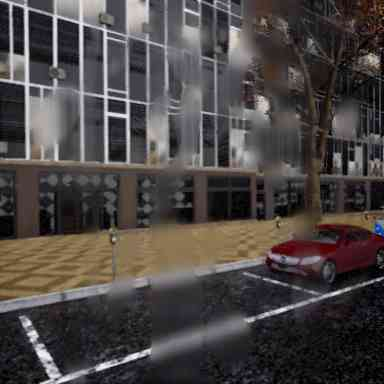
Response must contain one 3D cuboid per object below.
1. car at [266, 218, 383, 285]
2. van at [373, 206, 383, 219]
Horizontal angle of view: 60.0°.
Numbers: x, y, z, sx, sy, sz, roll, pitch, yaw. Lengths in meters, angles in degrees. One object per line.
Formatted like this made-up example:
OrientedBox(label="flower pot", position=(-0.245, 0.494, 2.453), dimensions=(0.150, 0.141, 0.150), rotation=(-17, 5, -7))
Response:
OrientedBox(label="car", position=(3.927, 1.569, 9.368), dimensions=(4.206, 1.307, 1.802), rotation=(0, 0, -35))
OrientedBox(label="van", position=(8.554, 1.319, 12.668), dimensions=(3.998, 1.788, 1.690), rotation=(0, 0, -35))
